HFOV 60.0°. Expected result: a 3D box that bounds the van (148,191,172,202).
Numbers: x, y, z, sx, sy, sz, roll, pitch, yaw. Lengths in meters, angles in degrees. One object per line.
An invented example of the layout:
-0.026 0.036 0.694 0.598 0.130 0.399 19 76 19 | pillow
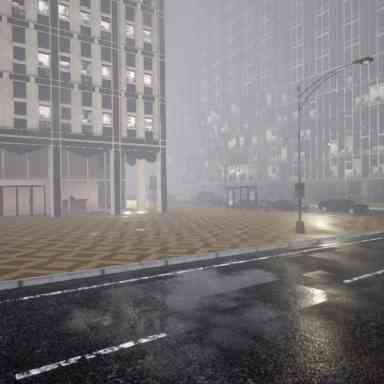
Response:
-5.680 0.938 58.381 1.690 1.788 3.998 0 1 -34 | van

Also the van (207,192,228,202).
4.445 0.856 58.430 1.690 1.788 3.998 0 1 -34 | van

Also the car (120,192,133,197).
-18.050 0.689 91.247 2.008 1.369 4.403 0 1 -34 | car

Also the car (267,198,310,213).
10.282 1.424 34.872 1.947 1.339 4.313 0 1 -34 | car

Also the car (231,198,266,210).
7.082 1.388 39.572 1.802 1.307 4.206 0 1 -34 | car

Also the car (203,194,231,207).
3.916 1.320 44.292 1.947 1.339 4.313 0 1 -34 | car

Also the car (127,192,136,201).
-12.108 1.040 67.759 2.008 1.369 4.403 0 1 -34 | car

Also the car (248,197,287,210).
9.280 1.364 41.130 1.895 1.301 4.718 -1 1 -34 | car

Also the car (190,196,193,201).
1.232 1.044 63.121 1.802 1.307 4.206 0 1 -34 | car

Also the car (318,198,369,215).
14.889 1.358 32.925 1.837 1.490 4.892 -1 1 -34 | car

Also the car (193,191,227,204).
2.936 0.880 50.395 2.150 2.045 5.566 -1 1 -34 | car

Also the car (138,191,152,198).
-11.623 0.687 81.870 1.967 1.590 4.097 0 1 -34 | car

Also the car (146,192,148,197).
-8.409 0.616 77.181 2.192 1.841 5.009 0 1 -34 | car

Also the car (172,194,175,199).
-5.195 0.936 72.497 1.802 1.307 4.206 0 1 -34 | car
